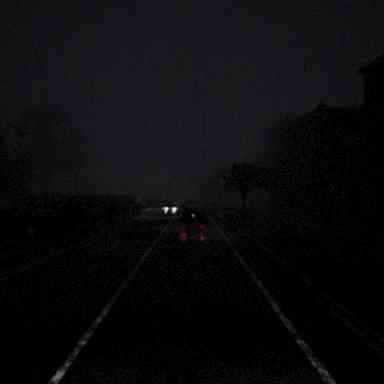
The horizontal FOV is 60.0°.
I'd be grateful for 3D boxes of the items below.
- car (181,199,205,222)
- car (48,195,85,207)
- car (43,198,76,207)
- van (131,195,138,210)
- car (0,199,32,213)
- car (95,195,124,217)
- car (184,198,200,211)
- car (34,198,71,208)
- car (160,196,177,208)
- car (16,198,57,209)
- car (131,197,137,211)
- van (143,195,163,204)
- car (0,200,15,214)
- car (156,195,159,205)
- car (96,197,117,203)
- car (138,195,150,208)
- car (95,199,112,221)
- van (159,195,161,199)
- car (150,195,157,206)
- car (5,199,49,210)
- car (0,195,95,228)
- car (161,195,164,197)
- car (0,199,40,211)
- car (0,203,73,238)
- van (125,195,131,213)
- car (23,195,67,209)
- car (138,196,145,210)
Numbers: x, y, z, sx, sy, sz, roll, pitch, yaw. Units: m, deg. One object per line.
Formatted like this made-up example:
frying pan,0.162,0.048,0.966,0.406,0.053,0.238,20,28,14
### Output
car,0.081,1.540,26.408,1.812,1.442,4.674,0,0,0
car,-21.940,1.495,58.193,5.566,2.045,2.435,0,-1,0
car,-21.962,1.756,55.282,4.674,1.452,2.002,0,-1,0
van,-8.976,1.349,38.816,4.442,1.987,1.878,0,0,0
car,-21.754,1.573,38.696,5.366,1.575,1.946,0,0,0
car,-8.878,1.240,27.605,5.566,2.045,2.435,0,0,0
car,0.024,1.646,44.788,2.128,1.511,4.902,0,0,1
car,-21.955,1.691,52.622,5.008,1.535,2.097,0,-1,0
car,-3.333,1.775,51.549,1.994,1.385,4.181,0,-1,0
car,-21.980,1.671,47.052,4.792,1.488,2.163,0,0,0
car,-8.850,1.554,36.012,4.892,1.521,2.231,0,0,0
van,-8.799,1.707,75.255,4.442,1.987,1.878,0,-1,0
car,-21.933,1.594,35.911,4.674,1.452,2.002,0,0,0
car,-9.075,1.744,58.434,5.366,1.575,1.946,0,-1,0
car,-22.018,2.054,86.073,4.892,1.521,2.231,0,-1,0
car,-8.896,1.368,44.424,5.566,2.045,2.435,0,0,0
car,-8.855,1.474,24.798,4.892,1.521,2.231,0,0,0
van,-8.782,1.583,64.043,4.442,1.987,1.878,0,-1,0
car,-8.880,1.717,55.634,5.008,1.535,2.097,0,-1,0
car,-21.918,1.649,44.267,4.792,1.488,2.163,0,0,0
car,-8.879,1.199,19.195,5.566,2.045,2.435,0,0,0
car,-8.878,1.900,69.646,4.792,1.488,2.163,0,-1,0
car,-21.938,1.597,41.482,5.008,1.535,2.097,0,0,0
car,-8.845,1.445,16.393,4.892,1.521,2.231,0,0,0
van,-8.737,1.306,33.210,4.442,1.987,1.878,0,0,0
car,-21.928,1.413,49.837,5.566,2.045,2.435,0,0,0
car,-8.858,1.597,41.618,5.008,1.535,2.097,0,0,0
